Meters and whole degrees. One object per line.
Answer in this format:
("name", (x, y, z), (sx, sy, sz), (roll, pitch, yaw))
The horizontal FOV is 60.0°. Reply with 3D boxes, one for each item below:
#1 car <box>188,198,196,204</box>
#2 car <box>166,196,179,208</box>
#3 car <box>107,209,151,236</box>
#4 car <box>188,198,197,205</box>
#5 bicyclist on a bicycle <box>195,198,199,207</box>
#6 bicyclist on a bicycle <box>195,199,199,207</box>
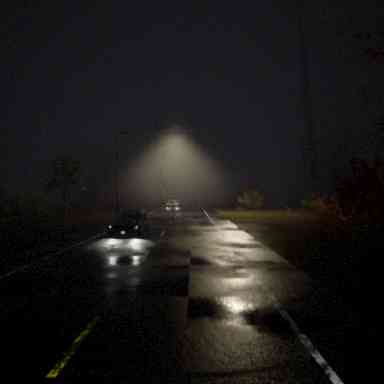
("car", (0.018, 2.143, 83.499), (1.994, 1.385, 4.181), (0, 0, 0))
("car", (-3.514, 1.819, 62.113), (2.150, 2.045, 5.566), (0, 0, 1))
("car", (-3.597, 1.754, 19.992), (2.033, 1.411, 5.357), (0, -1, 0))
("car", (0.017, 2.246, 74.054), (1.994, 1.385, 4.181), (0, 0, 0))
("bicyclist on a bicycle", (0.977, 1.987, 64.561), (0.659, 1.776, 1.843), (0, 0, 0))
("bicyclist on a bicycle", (0.975, 2.003, 56.603), (0.582, 1.620, 1.656), (0, -1, 0))
